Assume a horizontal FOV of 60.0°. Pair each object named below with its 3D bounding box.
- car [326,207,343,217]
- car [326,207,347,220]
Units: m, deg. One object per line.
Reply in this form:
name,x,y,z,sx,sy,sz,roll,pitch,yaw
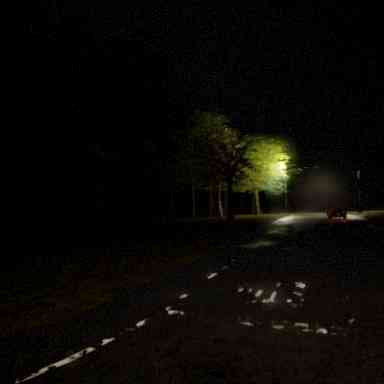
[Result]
car,20.820,2.922,48.802,2.033,1.411,5.357,-2,-3,21
car,17.696,2.511,40.431,1.882,1.535,5.008,-2,-3,21
